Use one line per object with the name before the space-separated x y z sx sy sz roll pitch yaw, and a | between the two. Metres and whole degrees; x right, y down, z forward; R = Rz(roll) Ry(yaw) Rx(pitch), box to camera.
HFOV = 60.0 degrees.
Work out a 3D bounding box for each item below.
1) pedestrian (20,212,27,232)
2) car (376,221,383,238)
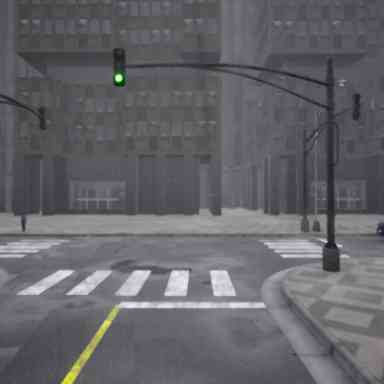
pedestrian | -9.892 1.773 19.581 0.500 1.100 0.500 0 -1 1
car | 11.746 1.660 16.355 5.008 1.535 1.882 0 -1 0
